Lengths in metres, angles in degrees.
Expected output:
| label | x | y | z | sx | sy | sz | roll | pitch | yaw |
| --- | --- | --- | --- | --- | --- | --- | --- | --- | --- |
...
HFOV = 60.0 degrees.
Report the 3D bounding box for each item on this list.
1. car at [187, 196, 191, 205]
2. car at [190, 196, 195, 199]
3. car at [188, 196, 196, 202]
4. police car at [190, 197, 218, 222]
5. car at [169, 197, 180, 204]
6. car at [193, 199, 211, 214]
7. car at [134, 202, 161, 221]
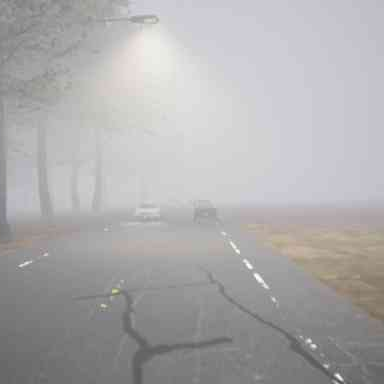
| label | x | y | z | sx | sy | sz | roll | pitch | yaw |
| --- | --- | --- | --- | --- | --- | --- | --- | --- | --- |
| car | 0.004 | 1.731 | 62.239 | 2.033 | 1.411 | 5.357 | 0 | 0 | 0 |
| car | 1.053 | 1.614 | 43.385 | 1.837 | 1.490 | 4.892 | 0 | 0 | 0 |
| car | 0.006 | 1.658 | 82.780 | 1.882 | 1.535 | 5.008 | 0 | 0 | 0 |
| police car | 1.052 | 1.484 | 27.490 | 1.930 | 1.638 | 5.238 | 0 | 0 | 0 |
| car | -3.497 | 1.760 | 68.140 | 1.994 | 1.385 | 4.181 | 0 | 0 | 0 |
| car | 1.052 | 1.594 | 37.383 | 1.837 | 1.490 | 4.892 | 0 | 0 | 0 |
| car | -3.594 | 1.585 | 27.627 | 1.812 | 1.442 | 4.674 | 0 | 0 | 0 |
